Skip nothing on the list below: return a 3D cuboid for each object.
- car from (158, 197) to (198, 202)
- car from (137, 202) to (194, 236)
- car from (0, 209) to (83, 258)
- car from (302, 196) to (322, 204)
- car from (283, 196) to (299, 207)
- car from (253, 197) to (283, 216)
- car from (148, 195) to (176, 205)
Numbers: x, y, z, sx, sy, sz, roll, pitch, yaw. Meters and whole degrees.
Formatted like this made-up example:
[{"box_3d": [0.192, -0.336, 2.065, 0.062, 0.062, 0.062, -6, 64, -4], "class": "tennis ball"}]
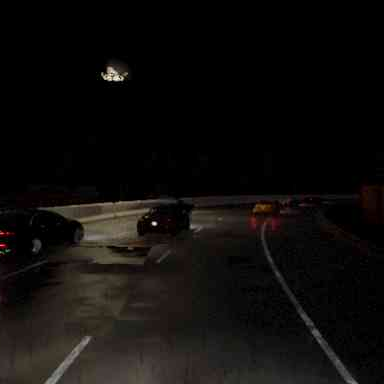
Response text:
[{"box_3d": [-1.503, 1.337, 30.566, 2.033, 1.411, 5.357, 0, 0, 19], "class": "car"}, {"box_3d": [-1.378, 1.442, 17.594, 1.994, 1.385, 4.181, 0, 0, 11], "class": "car"}, {"box_3d": [-5.833, 1.408, 12.418, 1.837, 1.490, 4.892, 0, 0, 8], "class": "car"}, {"box_3d": [20.130, 1.265, 55.570, 1.895, 1.301, 4.718, 0, 1, 40], "class": "car"}, {"box_3d": [13.354, 1.241, 46.028, 1.812, 1.442, 4.674, 0, 1, 33], "class": "car"}, {"box_3d": [6.708, 1.268, 29.620, 1.801, 1.575, 5.366, 0, 0, 20], "class": "car"}, {"box_3d": [-4.412, 1.178, 50.083, 1.812, 1.442, 4.674, 0, 1, 29], "class": "car"}]
